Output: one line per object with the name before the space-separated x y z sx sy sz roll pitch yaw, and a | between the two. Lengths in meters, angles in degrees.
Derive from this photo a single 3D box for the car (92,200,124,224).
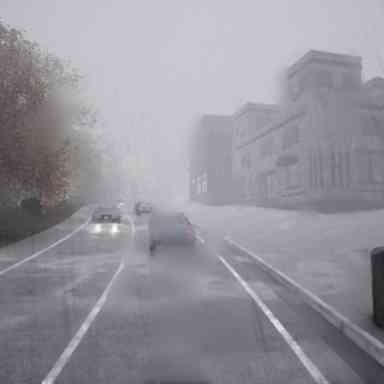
car | -6.268 1.562 24.724 1.994 1.385 4.181 1 0 -12

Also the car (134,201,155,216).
car | -4.765 1.582 33.347 2.033 1.411 5.357 1 0 -14

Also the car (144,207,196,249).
car | -0.997 1.590 14.727 2.033 1.411 5.357 0 0 -8

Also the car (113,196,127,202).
car | -14.220 1.388 65.736 1.994 1.385 4.181 0 0 1
